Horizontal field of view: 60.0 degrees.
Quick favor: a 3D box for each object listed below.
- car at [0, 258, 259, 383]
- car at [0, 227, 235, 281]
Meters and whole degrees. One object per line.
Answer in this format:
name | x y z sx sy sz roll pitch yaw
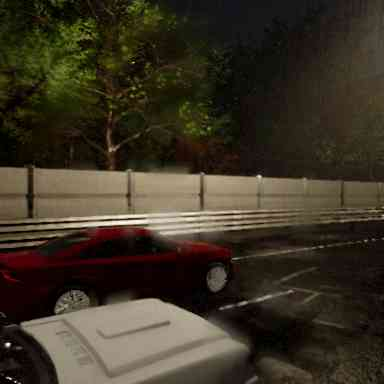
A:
car | -1.725 1.600 2.467 4.718 1.301 1.895 0 0 -36
car | -1.313 1.475 7.018 5.008 1.535 1.882 0 0 -35
